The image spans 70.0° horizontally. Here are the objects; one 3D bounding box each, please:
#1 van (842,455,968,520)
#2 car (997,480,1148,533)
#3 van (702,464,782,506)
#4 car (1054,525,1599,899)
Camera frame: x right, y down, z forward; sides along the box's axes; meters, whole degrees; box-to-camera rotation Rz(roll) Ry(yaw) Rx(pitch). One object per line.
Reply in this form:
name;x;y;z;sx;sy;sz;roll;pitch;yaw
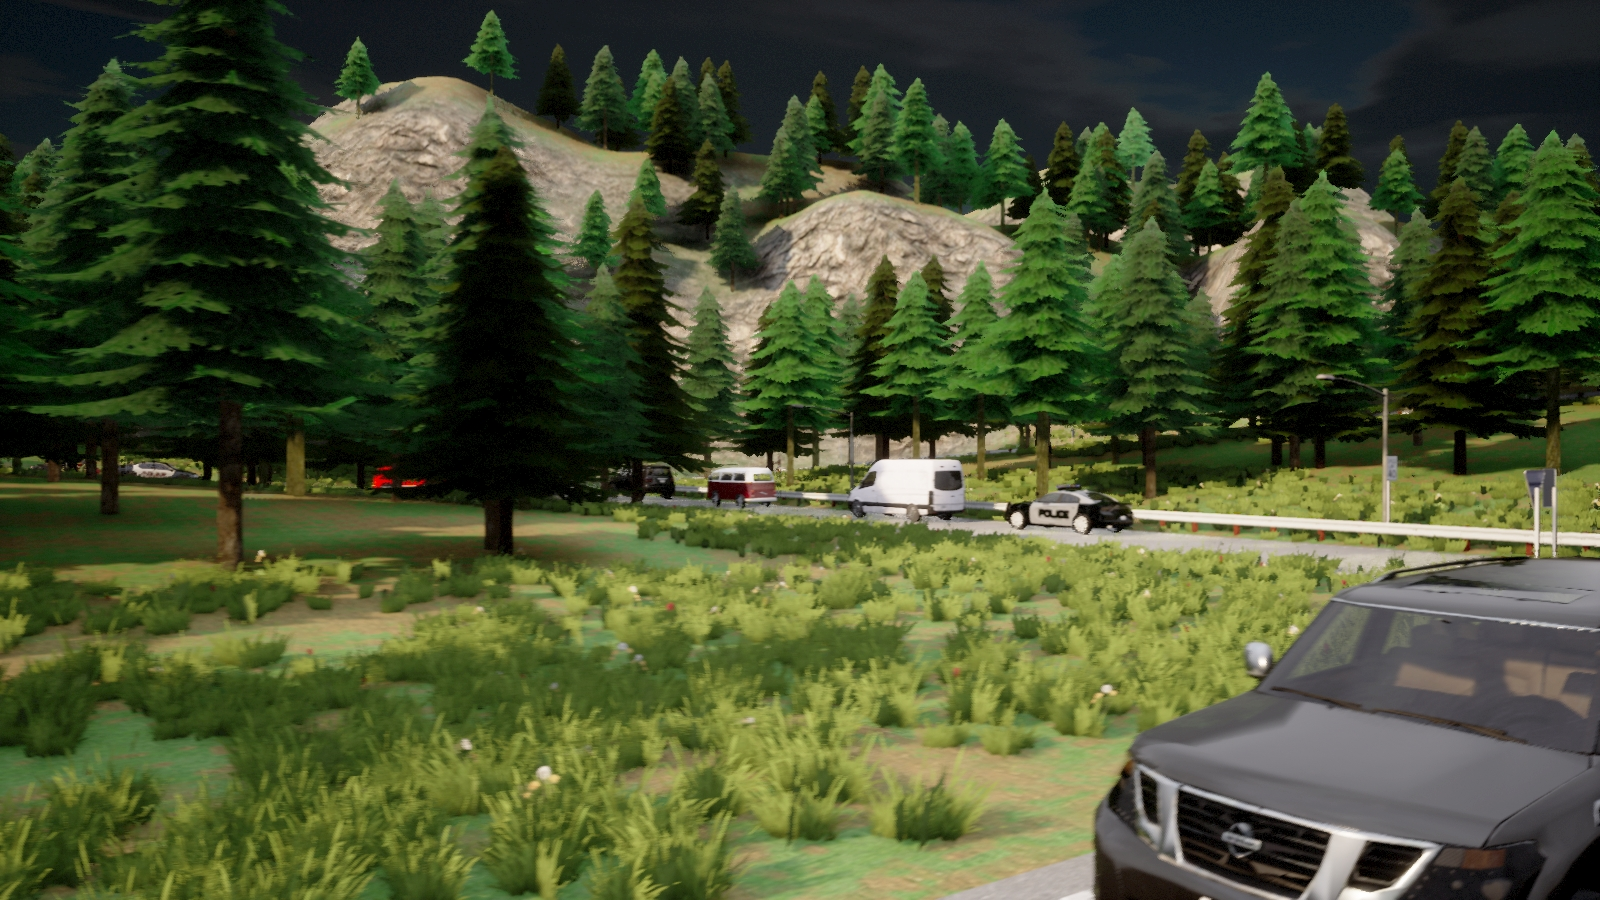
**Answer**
van;4.387;1.535;48.749;1.988;2.561;5.915;0;0;-35
car;9.759;1.983;41.295;2.097;1.638;5.238;0;0;-35
van;-3.064;1.782;59.369;2.069;2.038;4.480;0;0;-35
car;4.235;1.639;6.792;5.566;2.045;2.150;0;0;-35
